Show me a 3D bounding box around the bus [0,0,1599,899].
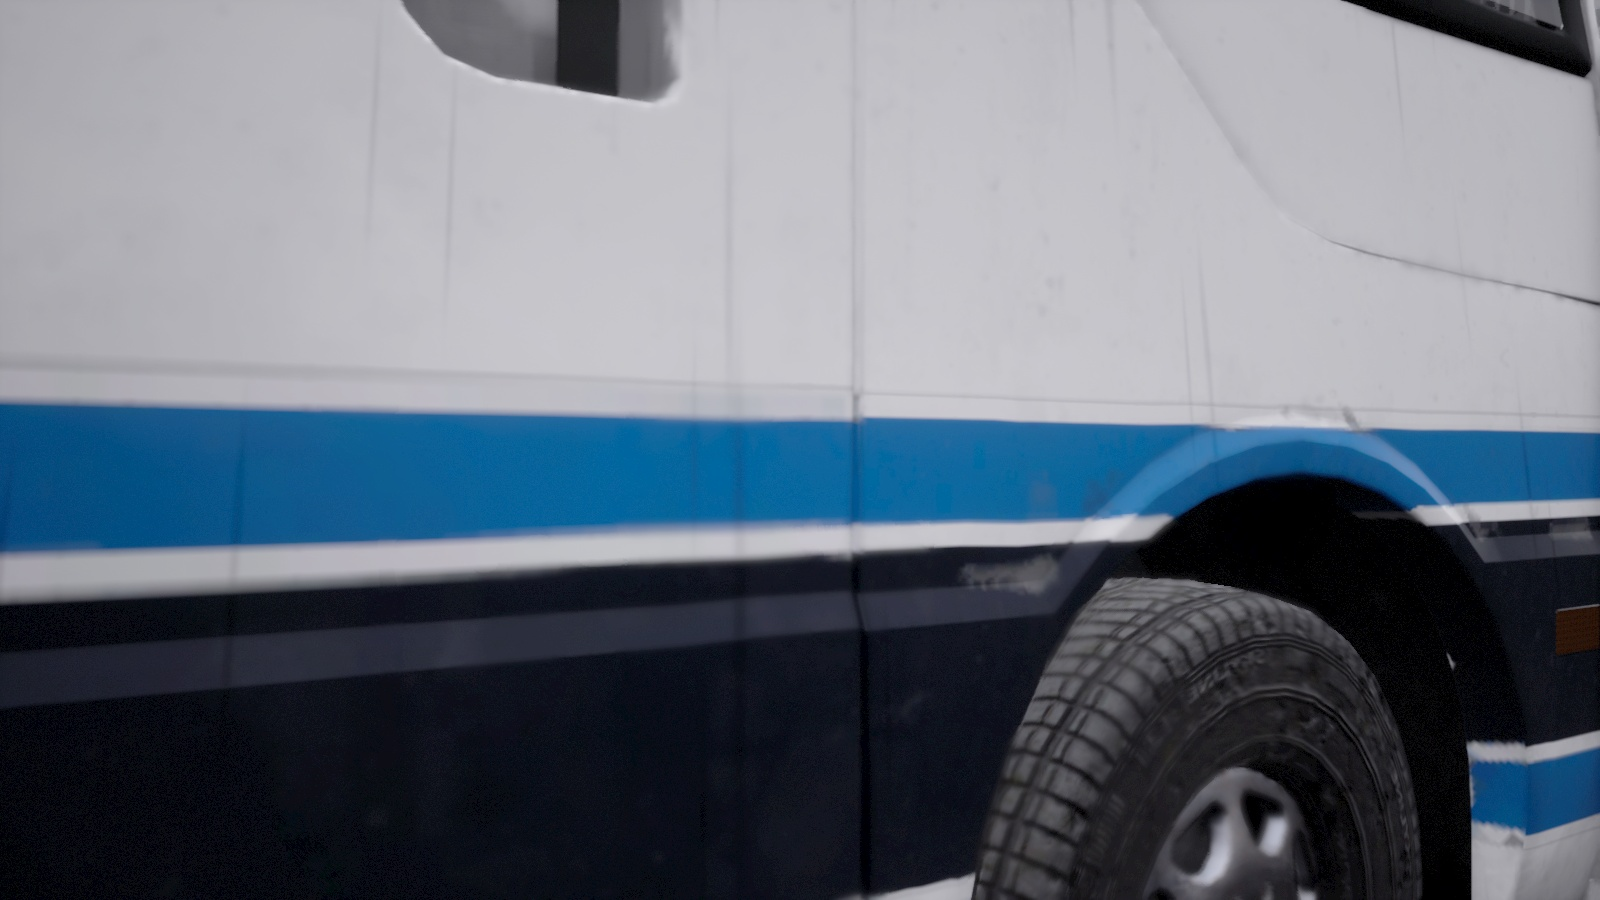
[{"bbox_3d":[-2.603,-0.619,1.778,10.273,4.253,3.944,0,0,-32],"label":"bus"}]

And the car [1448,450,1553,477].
[{"bbox_3d":[43.197,0.809,77.494,1.801,1.575,5.366,0,0,-45],"label":"car"}]

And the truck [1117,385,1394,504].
[{"bbox_3d":[14.262,-0.154,39.444,7.936,3.462,2.891,0,0,25],"label":"truck"}]
